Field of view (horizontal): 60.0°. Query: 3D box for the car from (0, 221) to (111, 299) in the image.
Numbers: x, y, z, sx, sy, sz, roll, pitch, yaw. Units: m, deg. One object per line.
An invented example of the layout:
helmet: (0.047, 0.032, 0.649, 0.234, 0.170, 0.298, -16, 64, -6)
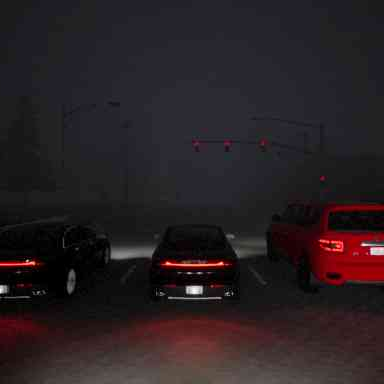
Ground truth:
car: (-3.437, 1.505, 8.420, 1.837, 1.490, 4.892, 0, 0, 0)

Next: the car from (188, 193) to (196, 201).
car: (0.010, 1.517, 81.471, 2.128, 1.511, 4.902, 0, 0, 0)

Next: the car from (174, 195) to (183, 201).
car: (-3.490, 1.516, 81.888, 1.812, 1.442, 4.674, 0, 0, 0)

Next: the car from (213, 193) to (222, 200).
car: (7.011, 1.187, 91.860, 2.097, 1.767, 4.553, 0, 0, 0)

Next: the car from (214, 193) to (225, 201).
car: (7.010, 1.492, 81.470, 1.837, 1.490, 4.892, 0, 0, 0)

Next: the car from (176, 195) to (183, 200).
car: (-3.489, 1.427, 91.922, 1.895, 1.301, 4.718, 0, 0, 0)

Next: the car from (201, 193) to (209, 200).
car: (3.511, 1.187, 91.861, 2.097, 1.767, 4.553, 0, 0, 0)

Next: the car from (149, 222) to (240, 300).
car: (0.063, 1.505, 8.367, 1.837, 1.490, 4.892, 0, 0, 0)

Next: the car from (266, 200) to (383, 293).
car: (3.567, 1.221, 9.015, 2.150, 2.045, 5.566, 0, 0, 0)

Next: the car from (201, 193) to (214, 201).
car: (3.510, 1.347, 81.857, 2.097, 1.767, 4.553, 0, 0, 0)
